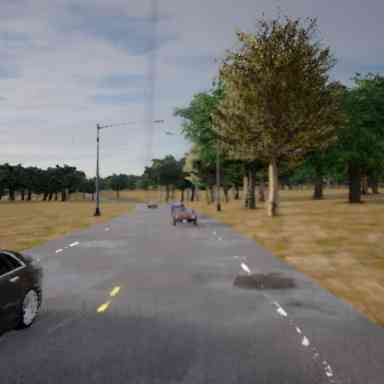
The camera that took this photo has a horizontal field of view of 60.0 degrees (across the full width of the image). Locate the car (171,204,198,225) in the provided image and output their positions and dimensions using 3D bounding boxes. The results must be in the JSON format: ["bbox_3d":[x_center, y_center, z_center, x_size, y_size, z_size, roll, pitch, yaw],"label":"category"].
[{"bbox_3d":[-0.631,1.908,26.830,1.895,1.301,4.718,0,-1,-3],"label":"car"}]

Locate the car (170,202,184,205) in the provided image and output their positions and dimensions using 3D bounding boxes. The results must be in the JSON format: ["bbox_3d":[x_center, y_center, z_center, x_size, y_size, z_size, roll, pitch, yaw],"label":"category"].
[{"bbox_3d":[-1.873,2.028,44.361,1.882,1.535,5.008,0,-1,-5],"label":"car"}]

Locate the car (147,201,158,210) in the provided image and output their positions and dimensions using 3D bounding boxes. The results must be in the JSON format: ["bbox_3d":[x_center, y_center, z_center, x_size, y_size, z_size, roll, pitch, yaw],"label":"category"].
[{"bbox_3d":[-7.012,2.298,59.045,1.882,1.535,5.008,0,-1,-6],"label":"car"}]

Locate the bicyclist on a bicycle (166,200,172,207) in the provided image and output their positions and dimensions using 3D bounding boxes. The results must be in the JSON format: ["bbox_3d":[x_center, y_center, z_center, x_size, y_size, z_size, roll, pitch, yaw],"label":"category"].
[{"bbox_3d":[-4.930,2.627,77.023,0.866,1.612,1.509,0,-1,-9],"label":"bicyclist on a bicycle"}]

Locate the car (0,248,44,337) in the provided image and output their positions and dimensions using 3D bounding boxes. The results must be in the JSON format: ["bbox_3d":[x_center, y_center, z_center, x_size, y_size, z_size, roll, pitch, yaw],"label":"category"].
[{"bbox_3d":[-3.630,1.536,4.262,1.837,1.490,4.892,1,-2,0],"label":"car"}]

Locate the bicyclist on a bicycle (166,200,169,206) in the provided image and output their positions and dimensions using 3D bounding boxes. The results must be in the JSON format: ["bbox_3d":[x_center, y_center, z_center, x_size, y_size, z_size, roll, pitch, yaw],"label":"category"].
[{"bbox_3d":[-6.389,2.840,85.957,0.582,1.620,1.656,0,-2,-10],"label":"bicyclist on a bicycle"}]
